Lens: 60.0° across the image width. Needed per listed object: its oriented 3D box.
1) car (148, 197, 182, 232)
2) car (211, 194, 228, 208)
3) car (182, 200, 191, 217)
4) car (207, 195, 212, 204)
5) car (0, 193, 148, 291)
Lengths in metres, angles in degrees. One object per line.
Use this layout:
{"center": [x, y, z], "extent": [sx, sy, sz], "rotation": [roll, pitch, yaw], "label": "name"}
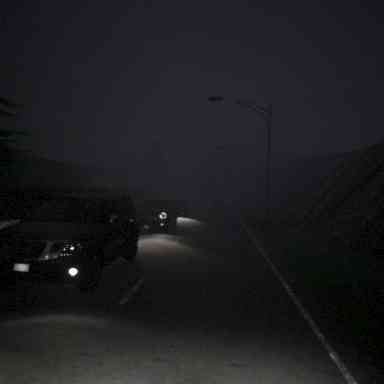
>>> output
{"center": [-2.093, 1.183, 18.996], "extent": [2.097, 1.767, 4.553], "rotation": [2, 0, 5], "label": "car"}
{"center": [3.996, 1.420, 47.125], "extent": [1.812, 1.442, 4.674], "rotation": [2, 0, 3], "label": "car"}
{"center": [-1.218, 1.374, 28.927], "extent": [1.994, 1.385, 4.181], "rotation": [2, 0, 5], "label": "car"}
{"center": [3.897, 1.192, 57.339], "extent": [2.097, 1.767, 4.553], "rotation": [2, 0, -4], "label": "car"}
{"center": [-2.966, 1.073, 9.024], "extent": [2.150, 2.045, 5.566], "rotation": [2, 0, 5], "label": "car"}
